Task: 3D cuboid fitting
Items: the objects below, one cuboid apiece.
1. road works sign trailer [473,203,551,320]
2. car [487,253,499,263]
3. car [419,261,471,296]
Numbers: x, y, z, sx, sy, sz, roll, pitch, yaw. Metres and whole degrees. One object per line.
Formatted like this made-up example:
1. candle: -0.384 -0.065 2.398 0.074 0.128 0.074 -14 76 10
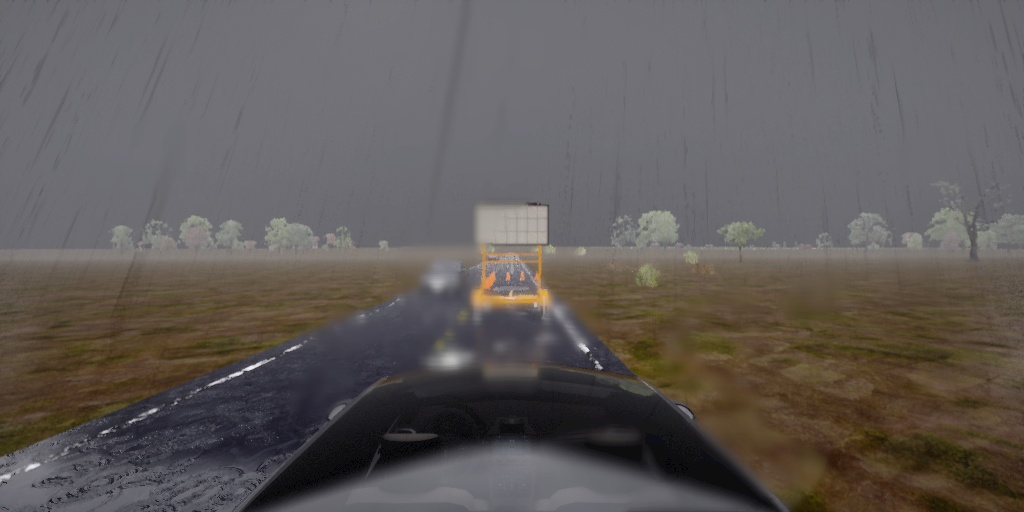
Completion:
1. road works sign trailer: 0.000 0.058 11.826 2.380 3.560 2.880 0 0 0
2. car: -3.058 0.352 58.391 1.882 1.535 5.008 0 1 0
3. car: -3.095 0.999 17.377 2.128 1.511 4.902 0 1 0
